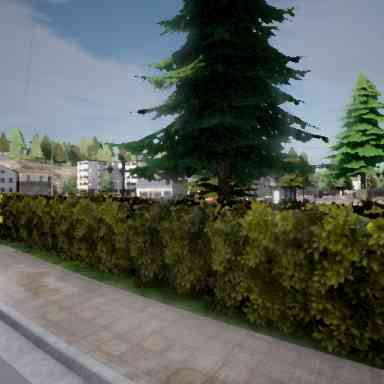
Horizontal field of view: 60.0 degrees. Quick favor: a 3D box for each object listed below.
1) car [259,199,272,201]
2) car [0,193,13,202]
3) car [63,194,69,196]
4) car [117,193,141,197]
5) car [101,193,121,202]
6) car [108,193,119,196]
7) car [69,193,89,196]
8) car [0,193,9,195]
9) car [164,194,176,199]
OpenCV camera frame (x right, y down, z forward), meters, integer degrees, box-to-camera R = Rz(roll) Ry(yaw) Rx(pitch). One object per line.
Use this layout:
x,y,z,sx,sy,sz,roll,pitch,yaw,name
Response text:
9.911,1.478,44.328,1.882,1.535,5.008,0,0,45,car
-41.124,1.097,71.276,4.605,1.855,1.932,0,0,-45,car
-31.244,1.232,85.565,3.806,1.475,1.970,0,0,-45,car
-9.691,1.384,53.866,3.806,1.475,1.970,0,0,-45,car
-17.556,1.077,72.081,3.866,1.878,1.905,0,0,-45,car
-15.227,1.097,70.296,4.605,1.855,1.932,0,0,-45,car
-26.518,1.153,81.212,5.027,1.636,2.152,0,0,-45,car
-23.116,1.330,40.896,5.027,1.636,2.152,0,0,-45,car
-2.220,1.221,37.411,5.566,2.045,2.150,0,0,-45,car
